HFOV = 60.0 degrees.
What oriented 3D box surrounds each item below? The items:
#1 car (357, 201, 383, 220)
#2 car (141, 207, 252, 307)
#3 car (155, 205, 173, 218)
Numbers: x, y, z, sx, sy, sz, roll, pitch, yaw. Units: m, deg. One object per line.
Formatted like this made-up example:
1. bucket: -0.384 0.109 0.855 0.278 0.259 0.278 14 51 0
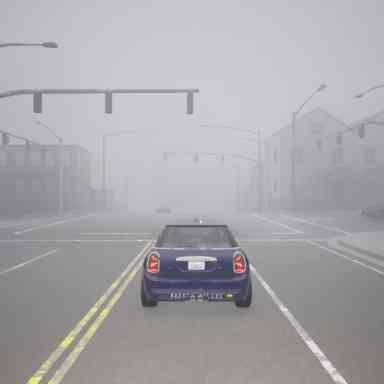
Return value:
1. car: 16.442 1.491 27.722 4.902 1.511 2.128 0 0 -1
2. car: 0.095 1.352 8.141 2.097 1.767 4.553 0 0 0
3. car: -3.549 2.570 42.625 1.895 1.301 4.718 0 -8 0
